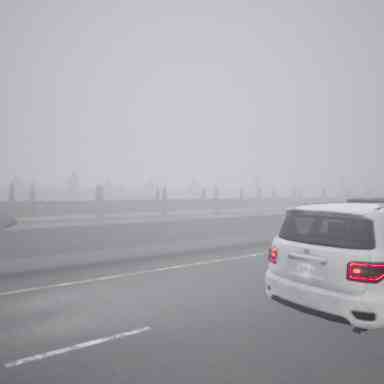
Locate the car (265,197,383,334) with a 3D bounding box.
[{"bbox_3d":[3.865,1.227,6.516,5.566,2.045,2.150,0,0,-36],"label":"car"}]

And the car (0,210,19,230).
[{"bbox_3d":[-11.670,1.492,17.061,4.902,1.511,2.128,0,0,-35],"label":"car"}]
